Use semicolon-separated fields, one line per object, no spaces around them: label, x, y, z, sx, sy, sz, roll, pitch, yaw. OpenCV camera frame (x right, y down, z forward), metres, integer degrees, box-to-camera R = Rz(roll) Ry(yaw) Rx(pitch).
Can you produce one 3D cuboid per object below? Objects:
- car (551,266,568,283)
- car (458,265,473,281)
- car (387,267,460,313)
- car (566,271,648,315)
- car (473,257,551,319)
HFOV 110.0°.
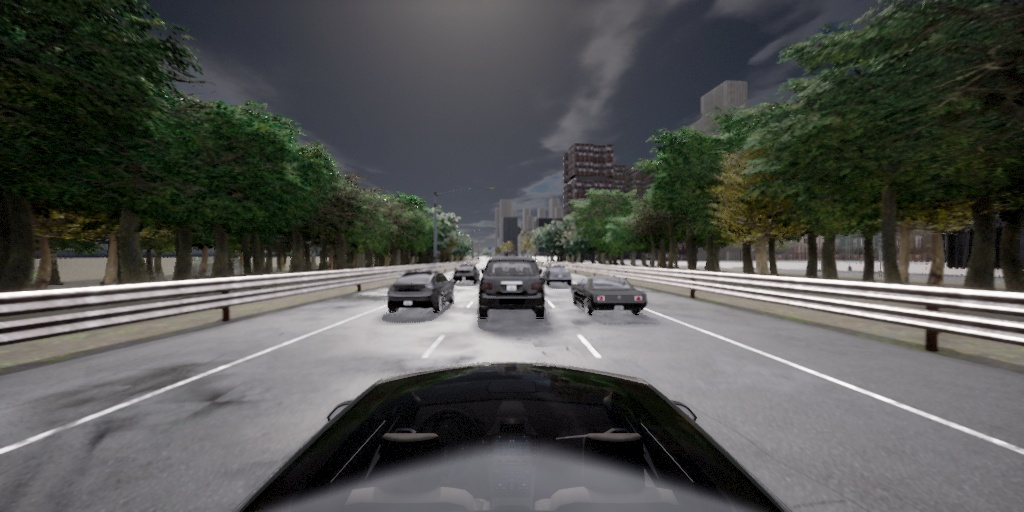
car;3.355;1.469;27.420;2.033;1.411;5.357;0;0;0
car;-3.657;1.444;29.522;1.837;1.490;4.892;0;0;0
car;-3.505;1.340;14.505;1.837;1.490;4.892;0;0;0
car;3.495;1.429;13.913;1.895;1.301;4.718;0;0;0
car;-0.005;1.048;13.359;2.150;2.045;5.566;0;0;0
